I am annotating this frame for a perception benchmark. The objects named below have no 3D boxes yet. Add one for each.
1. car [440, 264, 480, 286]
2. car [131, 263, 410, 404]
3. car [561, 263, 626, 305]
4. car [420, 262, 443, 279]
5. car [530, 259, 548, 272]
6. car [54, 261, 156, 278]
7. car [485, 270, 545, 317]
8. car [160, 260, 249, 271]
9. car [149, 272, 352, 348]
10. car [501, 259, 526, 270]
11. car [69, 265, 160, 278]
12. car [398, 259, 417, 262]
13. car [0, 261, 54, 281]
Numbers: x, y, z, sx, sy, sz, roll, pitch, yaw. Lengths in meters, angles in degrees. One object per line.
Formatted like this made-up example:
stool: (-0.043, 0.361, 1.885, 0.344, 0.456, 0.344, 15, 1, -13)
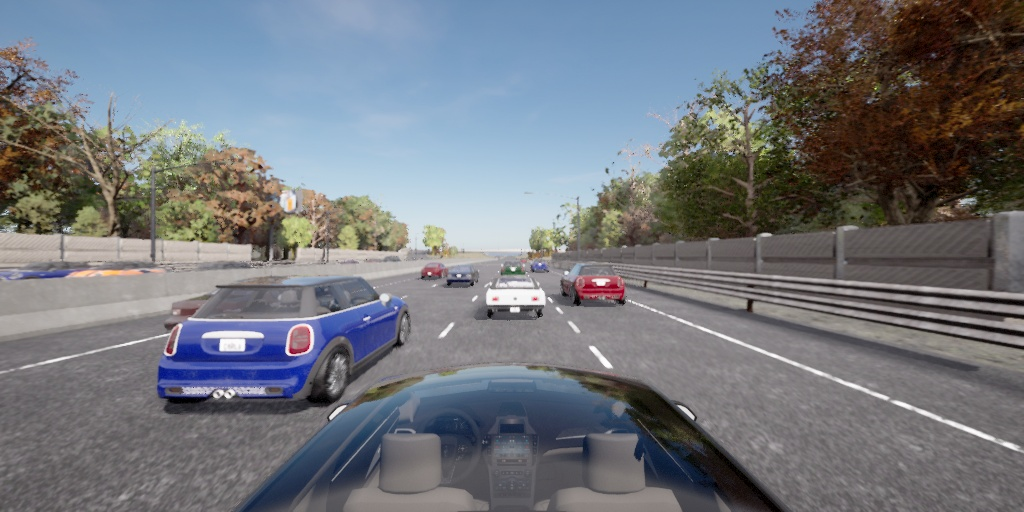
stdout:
car: (-3.401, 1.315, 25.503, 2.033, 1.411, 5.357, 0, 0, 0)
car: (-3.401, 1.105, 6.488, 2.097, 1.767, 4.553, 0, 0, 0)
car: (3.498, 1.109, 16.229, 2.097, 1.767, 4.553, 0, 0, 0)
car: (-6.900, 1.299, 32.346, 1.812, 1.442, 4.674, 0, 0, 0)
car: (3.498, 1.138, 46.877, 2.097, 1.767, 4.553, 0, 0, 0)
car: (-24.598, 1.118, 22.457, 2.097, 1.767, 4.553, 0, 0, 0)
car: (0.099, 1.358, 13.221, 1.895, 1.301, 4.718, 0, 0, 0)
car: (-17.599, 1.116, 21.384, 2.097, 1.767, 4.553, 0, 0, 0)
car: (-6.902, 1.303, 10.493, 2.033, 1.411, 5.357, 0, 0, 0)
car: (0.098, 1.124, 30.961, 2.097, 1.767, 4.553, 0, 0, 0)
car: (-21.100, 1.365, 20.298, 1.895, 1.301, 4.718, 0, 0, 0)
car: (-17.534, 1.312, 61.949, 1.837, 1.490, 4.892, 0, 0, 1)
car: (-28.098, 1.117, 21.624, 2.097, 1.767, 4.553, 0, 0, 0)
